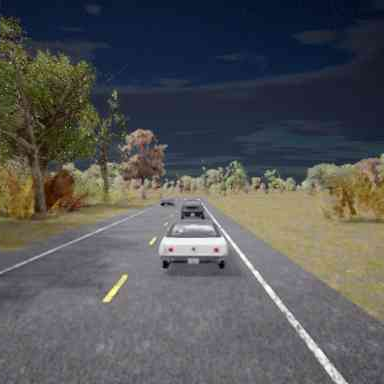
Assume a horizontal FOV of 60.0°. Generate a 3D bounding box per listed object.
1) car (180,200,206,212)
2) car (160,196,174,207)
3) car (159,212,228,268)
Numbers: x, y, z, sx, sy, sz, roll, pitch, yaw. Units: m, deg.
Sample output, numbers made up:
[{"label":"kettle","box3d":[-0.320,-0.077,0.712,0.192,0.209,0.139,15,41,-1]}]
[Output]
[{"label":"car","box3d":[0.059,1.412,27.649,1.837,1.490,4.892,0,1,0]},{"label":"car","box3d":[-3.604,1.371,49.308,2.033,1.411,5.357,0,0,0]},{"label":"car","box3d":[0.059,1.564,11.151,1.895,1.301,4.718,0,0,0]}]
